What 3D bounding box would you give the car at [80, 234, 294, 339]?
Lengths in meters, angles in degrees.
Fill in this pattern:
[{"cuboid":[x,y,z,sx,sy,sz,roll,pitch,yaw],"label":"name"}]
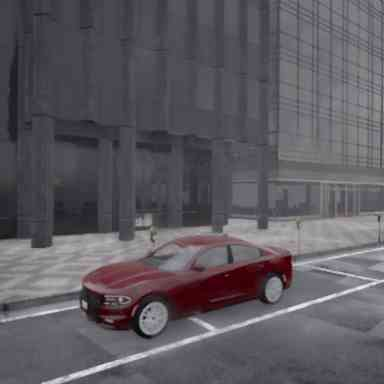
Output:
[{"cuboid":[0.120,1.573,6.624,4.507,1.381,1.887,1,0,-36],"label":"car"}]
